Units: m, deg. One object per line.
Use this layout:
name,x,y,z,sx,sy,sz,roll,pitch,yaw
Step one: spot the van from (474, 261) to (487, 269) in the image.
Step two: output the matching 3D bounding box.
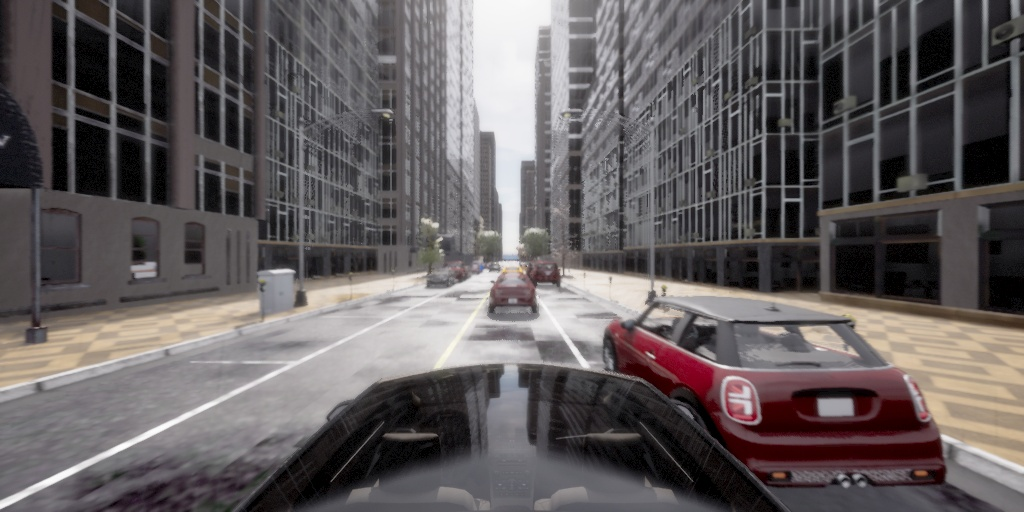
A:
van,-5.311,1.715,55.526,1.690,1.789,3.998,0,0,0

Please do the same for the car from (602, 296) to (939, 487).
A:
car,2.532,1.224,4.720,1.967,1.591,4.097,0,0,0

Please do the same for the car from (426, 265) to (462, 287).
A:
car,-5.314,1.592,27.285,2.007,1.370,4.403,0,0,0

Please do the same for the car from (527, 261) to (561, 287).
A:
car,2.534,1.357,27.314,2.192,1.841,5.009,0,0,0

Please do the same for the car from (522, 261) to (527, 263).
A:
car,2.535,1.489,38.610,2.192,1.841,5.009,0,0,0

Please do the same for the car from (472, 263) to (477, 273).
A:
car,-5.313,1.724,38.582,2.007,1.370,4.403,0,0,0

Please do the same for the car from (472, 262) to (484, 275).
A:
car,-5.312,1.889,49.878,1.802,1.307,4.207,0,0,0

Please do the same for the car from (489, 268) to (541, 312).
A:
car,0.053,1.425,14.878,1.812,1.442,4.674,0,0,0

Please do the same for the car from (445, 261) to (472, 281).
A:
car,-5.313,1.422,32.934,2.192,1.841,5.009,0,0,0

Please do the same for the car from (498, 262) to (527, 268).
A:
car,0.058,1.556,30.412,1.882,1.535,5.008,0,0,0

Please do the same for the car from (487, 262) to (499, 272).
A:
car,-2.805,1.915,58.591,1.837,1.490,4.892,0,-1,0
